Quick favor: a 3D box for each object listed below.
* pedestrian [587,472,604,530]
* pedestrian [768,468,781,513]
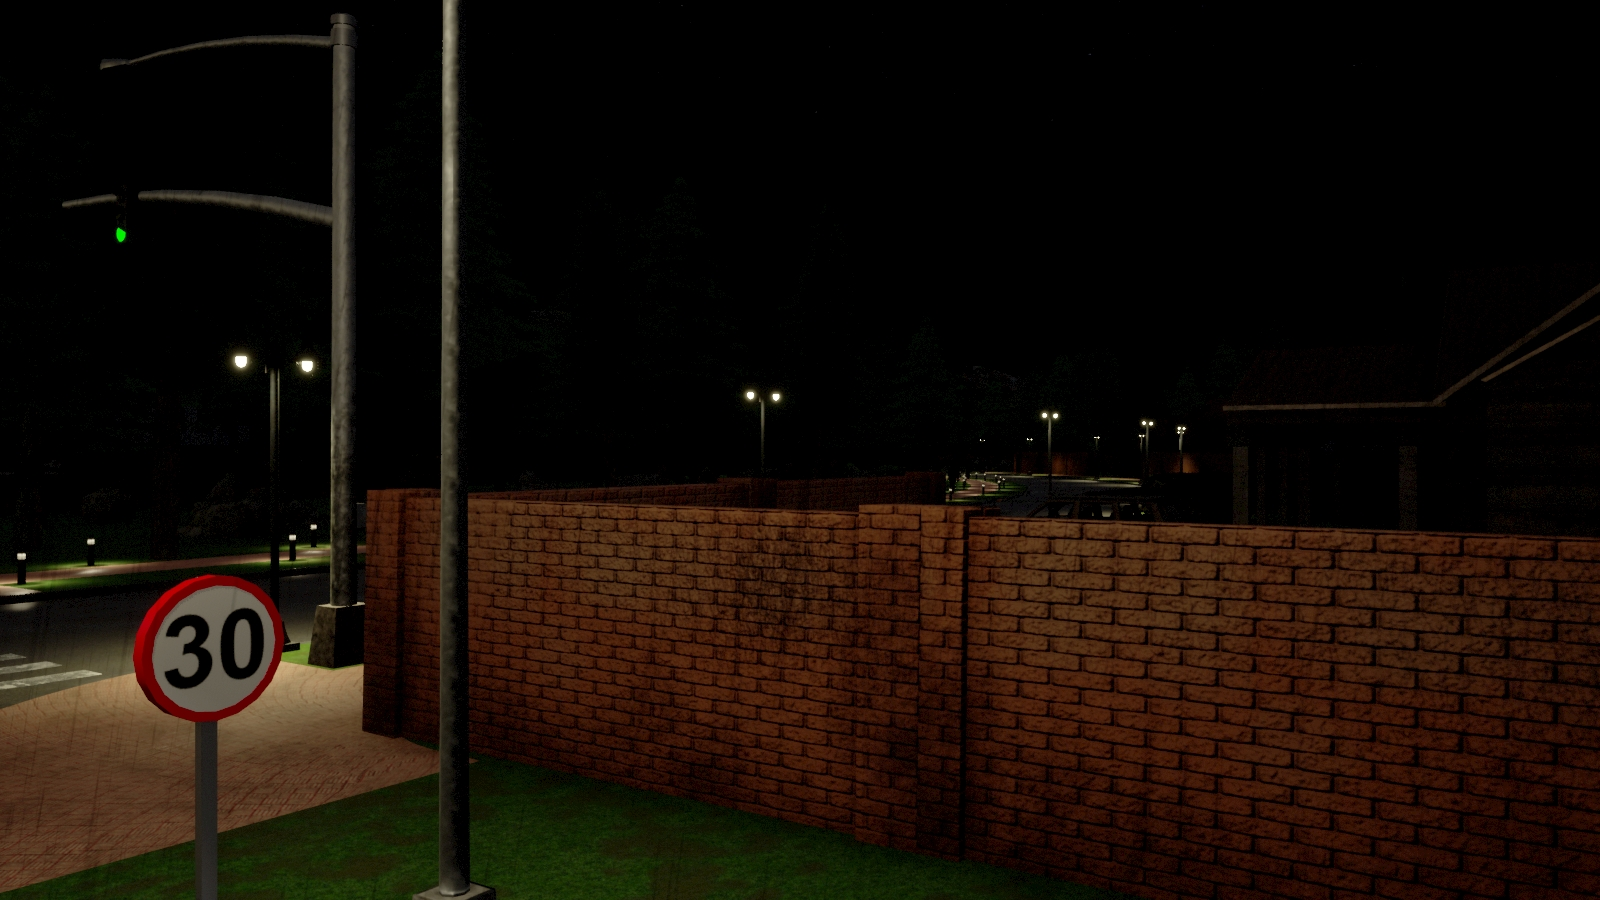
[{"bbox_3d":[-6.714,1.665,37.518,0.375,1.860,0.375,0,0,31],"label":"pedestrian"},{"bbox_3d":[-1.064,1.662,47.226,0.375,1.860,0.375,0,0,32],"label":"pedestrian"}]
